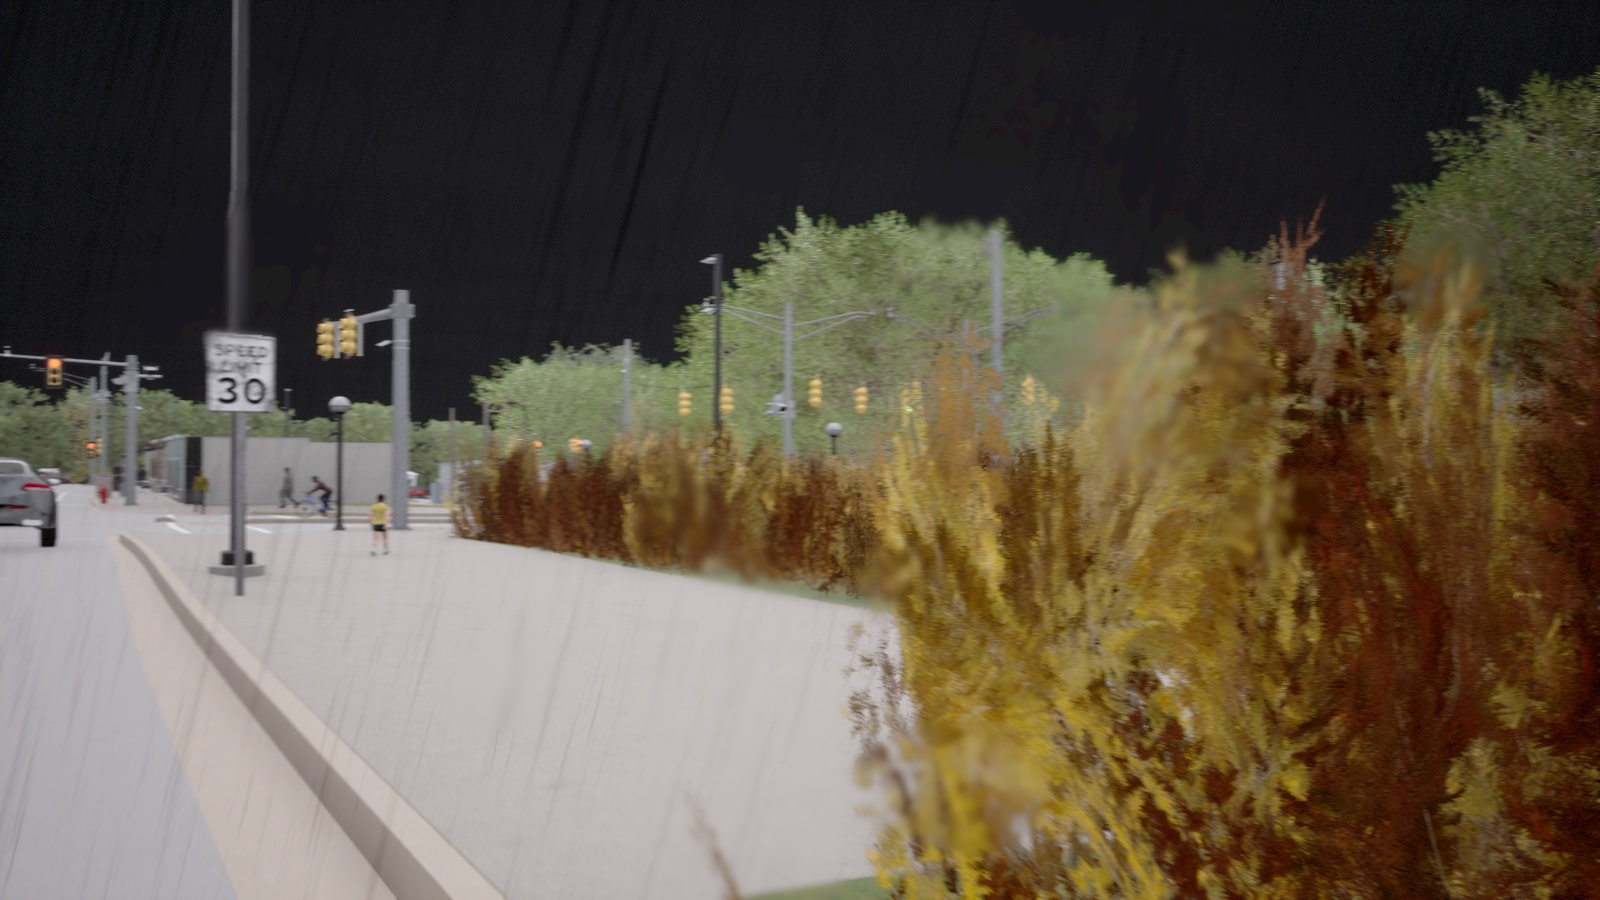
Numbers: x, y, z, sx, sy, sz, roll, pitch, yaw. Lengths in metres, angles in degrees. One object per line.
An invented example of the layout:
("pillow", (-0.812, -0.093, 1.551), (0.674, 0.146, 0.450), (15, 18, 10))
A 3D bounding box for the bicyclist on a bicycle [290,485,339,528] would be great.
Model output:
("bicyclist on a bicycle", (-18.527, 2.154, 47.895), (1.656, 1.620, 0.582), (1, -3, -31))

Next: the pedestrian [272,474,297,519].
("pedestrian", (-22.383, 2.009, 54.513), (0.873, 1.952, 0.659), (-1, 0, -32))

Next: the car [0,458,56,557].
("car", (-15.021, 1.088, 23.207), (2.152, 1.651, 5.027), (-1, -2, -31))

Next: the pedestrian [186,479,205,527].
("pedestrian", (-24.032, 2.101, 49.943), (0.431, 1.840, 0.709), (-1, 0, -5))

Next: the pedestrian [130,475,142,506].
("pedestrian", (-40.840, 2.462, 77.210), (0.563, 1.883, 0.849), (-1, 0, -21))

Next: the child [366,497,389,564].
("child", (-7.161, 1.357, 21.278), (0.255, 1.110, 0.394), (-1, 0, -2))
